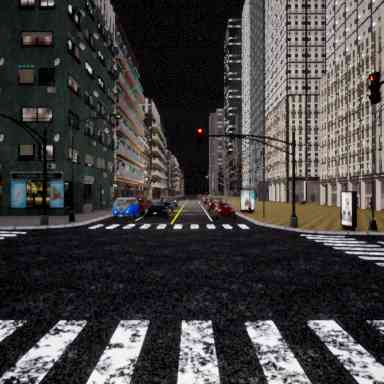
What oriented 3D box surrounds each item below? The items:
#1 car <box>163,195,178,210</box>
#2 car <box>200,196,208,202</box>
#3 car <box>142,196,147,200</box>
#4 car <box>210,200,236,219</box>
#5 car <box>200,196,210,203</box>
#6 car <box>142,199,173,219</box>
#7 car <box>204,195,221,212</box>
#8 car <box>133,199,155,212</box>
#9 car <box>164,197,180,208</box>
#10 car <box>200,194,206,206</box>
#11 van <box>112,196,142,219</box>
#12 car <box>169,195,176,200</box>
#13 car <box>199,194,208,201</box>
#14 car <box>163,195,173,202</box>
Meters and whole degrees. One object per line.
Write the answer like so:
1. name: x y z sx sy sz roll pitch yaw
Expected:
1. car: -3.034 1.507 39.478 2.128 1.511 4.902 0 0 0
2. car: 2.827 1.634 78.167 1.802 1.307 4.206 0 0 0
3. car: -5.626 1.327 33.962 2.192 1.841 5.009 0 0 0
4. car: 2.744 1.592 28.419 1.802 1.307 4.206 0 0 0
5. car: 2.818 1.590 72.640 1.887 1.381 4.507 0 0 0
6. car: -3.051 1.574 29.455 1.994 1.385 4.181 0 0 0
7. car: 2.764 1.456 39.475 1.967 1.590 4.097 0 0 0
8. car: -5.618 1.560 39.490 1.887 1.381 4.507 0 0 0
9. car: -3.008 1.570 50.117 2.033 1.411 5.357 0 0 0
10. car: 2.791 1.468 56.057 1.967 1.590 4.097 0 0 0
11. van: -5.635 1.351 28.434 1.690 1.788 3.998 0 0 0
12. car: -5.526 1.639 94.765 1.947 1.339 4.313 0 0 0
13. car: 2.838 1.373 83.695 2.192 1.841 5.009 0 0 0
14. car: -5.553 1.492 78.182 1.967 1.590 4.097 0 0 0
